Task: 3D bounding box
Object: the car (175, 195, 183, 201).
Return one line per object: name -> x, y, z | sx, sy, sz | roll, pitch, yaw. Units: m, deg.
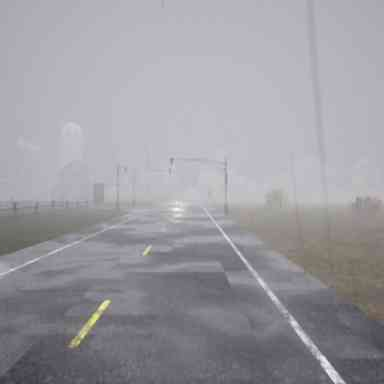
car -> -3.507, 1.693, 90.397 | 2.128, 1.511, 4.902 | 0, 0, 0
